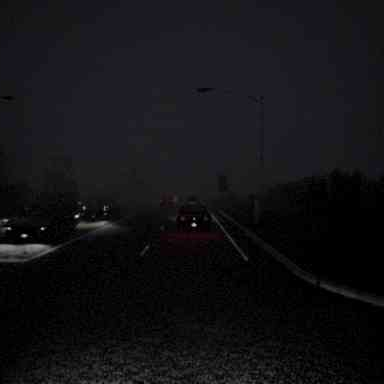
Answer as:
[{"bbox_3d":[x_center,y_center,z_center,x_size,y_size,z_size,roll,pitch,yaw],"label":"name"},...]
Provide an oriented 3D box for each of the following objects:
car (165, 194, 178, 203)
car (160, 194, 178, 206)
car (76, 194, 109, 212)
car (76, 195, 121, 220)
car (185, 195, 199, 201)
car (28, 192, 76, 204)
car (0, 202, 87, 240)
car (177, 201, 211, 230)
[{"bbox_3d":[-3.421,1.056,56.990,1.882,1.535,5.008,0,0,1],"label":"car"},{"bbox_3d":[-3.468,1.203,46.582,2.033,1.411,5.357,0,0,0],"label":"car"},{"bbox_3d":[-10.479,1.091,35.351,2.097,1.767,4.553,0,0,0],"label":"car"},{"bbox_3d":[-7.034,1.159,26.081,2.097,1.767,4.553,0,0,0],"label":"car"},{"bbox_3d":[0.032,1.160,46.647,1.837,1.490,4.892,0,1,0],"label":"car"},{"bbox_3d":[-10.532,1.035,25.315,2.150,2.045,5.566,0,0,1],"label":"car"},{"bbox_3d":[-7.117,1.425,16.559,2.033,1.411,5.357,0,0,-3],"label":"car"},{"bbox_3d":[0.113,1.451,20.068,1.895,1.301,4.718,0,0,0],"label":"car"}]
